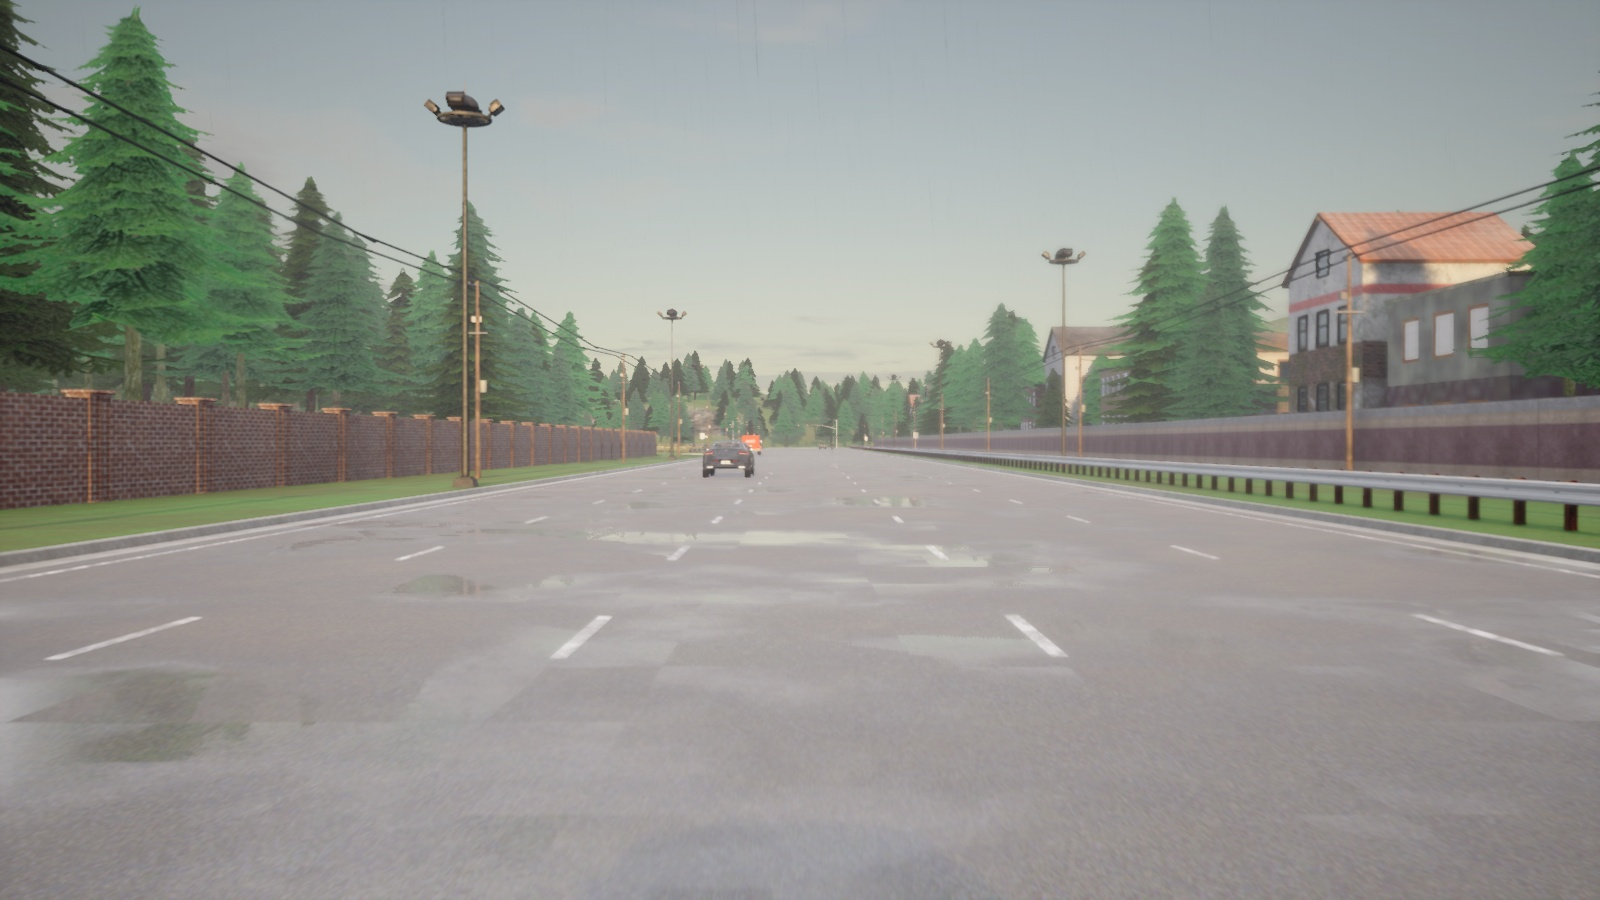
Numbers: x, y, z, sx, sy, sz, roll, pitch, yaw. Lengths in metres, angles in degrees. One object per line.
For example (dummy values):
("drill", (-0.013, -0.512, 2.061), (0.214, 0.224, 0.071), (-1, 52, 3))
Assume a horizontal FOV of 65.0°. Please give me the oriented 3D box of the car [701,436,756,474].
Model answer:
("car", (-3.163, 0.205, 56.370), (2.152, 1.651, 5.027), (0, 0, 0))
